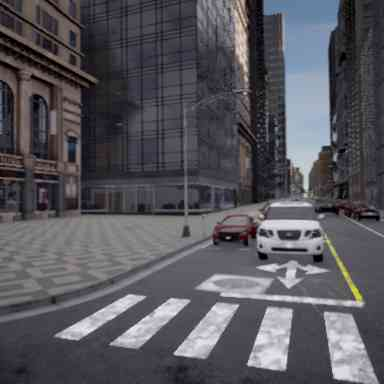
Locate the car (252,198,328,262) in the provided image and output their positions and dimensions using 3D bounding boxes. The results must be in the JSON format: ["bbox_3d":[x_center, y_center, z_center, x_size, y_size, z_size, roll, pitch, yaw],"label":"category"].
[{"bbox_3d":[4.017,1.419,13.398,2.150,2.045,5.566,-1,-1,19],"label":"car"}]

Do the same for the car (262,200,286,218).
[{"bbox_3d":[9.514,1.880,38.313,2.192,1.841,5.009,-1,-1,19],"label":"car"}]

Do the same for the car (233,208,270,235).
[{"bbox_3d":[4.075,1.885,22.159,1.752,1.417,4.829,-1,-1,19],"label":"car"}]

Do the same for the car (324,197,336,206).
[{"bbox_3d":[30.160,2.125,72.902,2.192,1.841,5.009,-1,-1,19],"label":"car"}]

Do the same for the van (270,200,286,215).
[{"bbox_3d":[11.310,1.970,43.643,1.690,1.788,3.998,-1,-1,19],"label":"van"}]

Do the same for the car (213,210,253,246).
[{"bbox_3d":[2.334,1.836,16.989,1.887,1.381,4.507,-1,-1,19],"label":"car"}]

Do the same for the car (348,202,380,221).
[{"bbox_3d":[15.798,1.886,30.259,1.947,1.339,4.313,-1,-1,19],"label":"car"}]

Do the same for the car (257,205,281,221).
[{"bbox_3d":[7.720,2.044,32.979,1.887,1.381,4.507,-1,-1,19],"label":"car"}]

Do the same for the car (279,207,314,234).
[{"bbox_3d":[7.295,1.873,23.098,2.033,1.411,5.357,-1,-1,19],"label":"car"}]

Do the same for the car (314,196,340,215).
[{"bbox_3d":[16.341,1.708,40.140,2.150,2.045,5.566,-1,-1,17],"label":"car"}]

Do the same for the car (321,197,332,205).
[{"bbox_3d":[33.751,2.240,83.562,2.192,1.841,5.009,-1,-1,19],"label":"car"}]

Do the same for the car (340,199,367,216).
[{"bbox_3d":[17.592,1.701,35.592,2.192,1.841,5.009,-1,-1,19],"label":"car"}]

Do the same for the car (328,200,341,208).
[{"bbox_3d":[26.571,2.238,62.239,1.887,1.381,4.507,-1,-1,19],"label":"car"}]

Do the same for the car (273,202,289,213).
[{"bbox_3d":[13.107,2.243,48.971,2.008,1.369,4.403,-1,-1,19],"label":"car"}]

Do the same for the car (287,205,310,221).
[{"bbox_3d":[10.519,2.011,32.620,1.994,1.385,4.181,-1,-1,19],"label":"car"}]

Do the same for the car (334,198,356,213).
[{"bbox_3d":[21.183,1.828,46.252,2.192,1.841,5.009,-1,-1,19],"label":"car"}]
